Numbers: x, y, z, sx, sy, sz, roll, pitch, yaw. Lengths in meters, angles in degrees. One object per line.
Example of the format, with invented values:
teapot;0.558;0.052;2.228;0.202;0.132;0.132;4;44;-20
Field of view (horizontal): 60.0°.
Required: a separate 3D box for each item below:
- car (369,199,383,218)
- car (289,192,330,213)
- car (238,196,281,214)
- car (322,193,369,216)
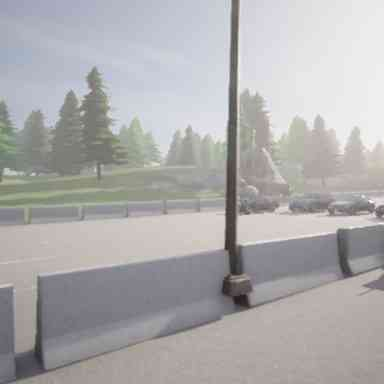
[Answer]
car;14.465;0.991;22.890;4.674;1.442;1.812;-2;1;-35
car;10.410;0.817;28.594;4.553;1.767;2.097;-2;1;-35
car;5.521;1.104;29.420;5.357;1.411;2.033;-2;1;-35
car;12.433;0.991;25.740;4.674;1.442;1.812;-2;1;-35
